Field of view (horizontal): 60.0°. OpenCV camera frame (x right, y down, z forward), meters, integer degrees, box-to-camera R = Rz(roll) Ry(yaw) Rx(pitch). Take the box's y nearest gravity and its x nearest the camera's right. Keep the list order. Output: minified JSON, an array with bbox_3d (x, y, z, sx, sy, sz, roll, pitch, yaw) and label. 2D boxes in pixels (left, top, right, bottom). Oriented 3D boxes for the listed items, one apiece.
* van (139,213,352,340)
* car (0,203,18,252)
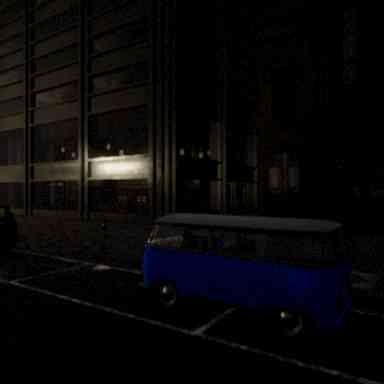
[{"bbox_3d":[0.850,1.336,6.246,3.998,1.788,1.690,0,0,33],"label":"van"},{"bbox_3d":[-8.537,1.300,12.389,5.009,1.841,2.192,0,0,33],"label":"car"}]
